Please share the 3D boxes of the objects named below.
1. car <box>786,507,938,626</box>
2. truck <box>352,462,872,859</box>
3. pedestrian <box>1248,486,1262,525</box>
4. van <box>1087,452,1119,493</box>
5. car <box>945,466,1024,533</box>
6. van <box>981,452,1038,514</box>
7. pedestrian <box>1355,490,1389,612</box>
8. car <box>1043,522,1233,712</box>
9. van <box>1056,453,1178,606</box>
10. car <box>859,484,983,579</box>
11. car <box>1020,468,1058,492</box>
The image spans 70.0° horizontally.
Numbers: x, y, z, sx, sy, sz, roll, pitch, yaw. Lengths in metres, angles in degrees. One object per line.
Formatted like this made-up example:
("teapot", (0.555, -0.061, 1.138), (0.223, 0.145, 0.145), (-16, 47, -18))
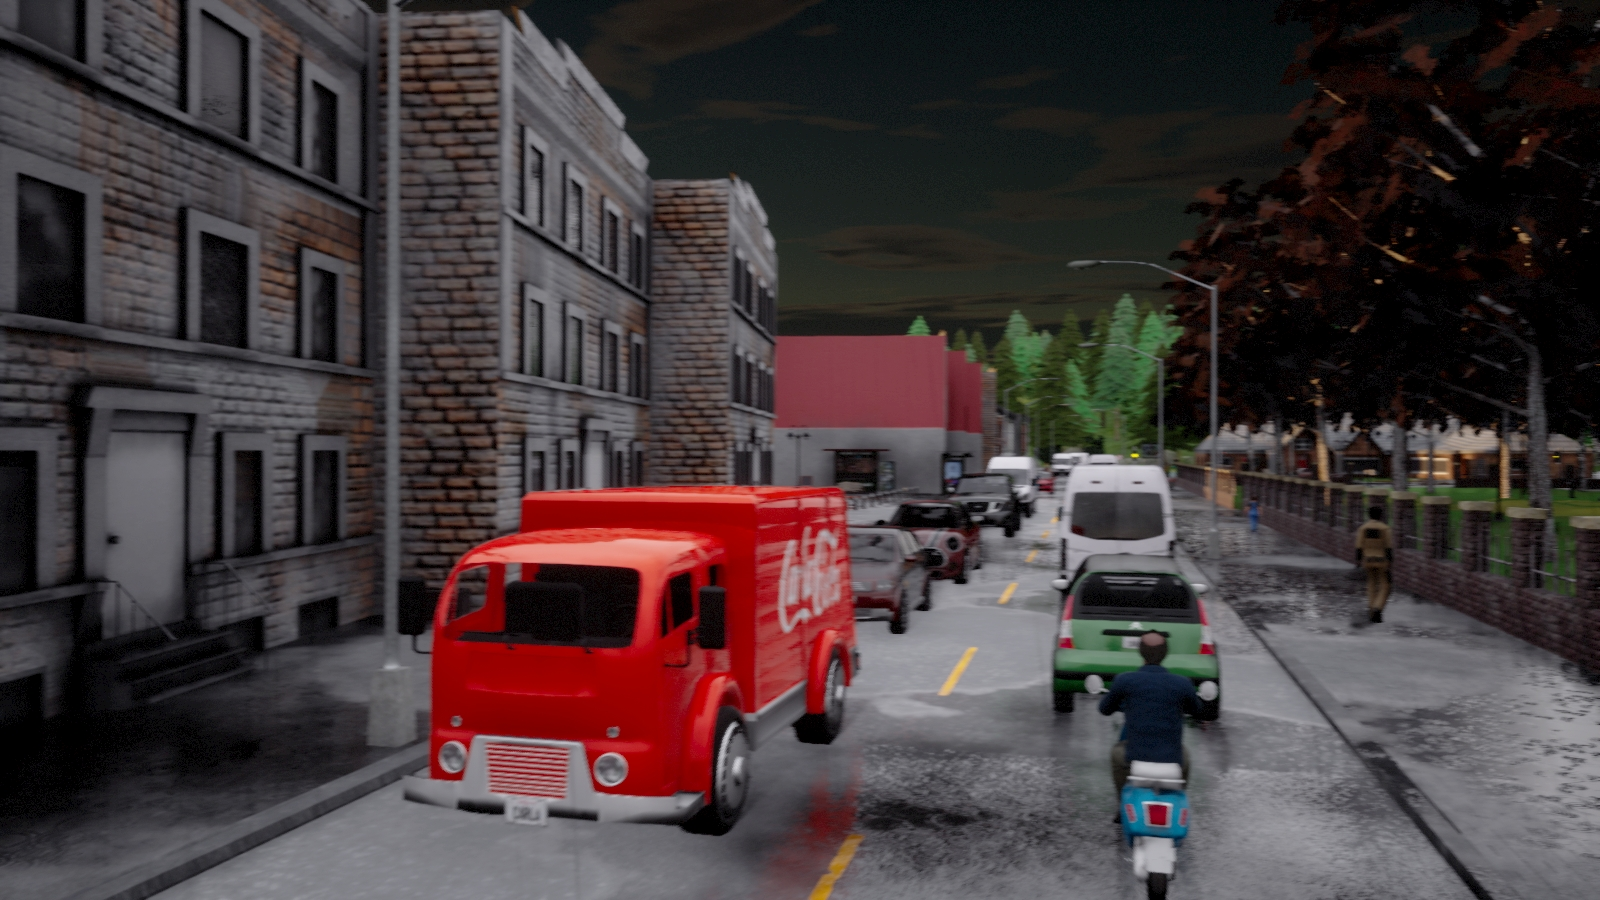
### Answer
("car", (1.126, 1.821, 18.854), (1.789, 1.549, 3.705), (0, 0, 15))
("truck", (-1.155, 1.355, 10.066), (2.627, 2.467, 5.204), (0, 0, 15))
("pedestrian", (15.287, 1.869, 38.403), (0.375, 1.300, 0.375), (0, 0, 15))
("van", (19.933, 1.412, 75.235), (1.988, 2.561, 5.915), (0, 0, 15))
("car", (6.348, 1.603, 38.852), (2.150, 2.045, 5.566), (0, 0, 14))
("van", (9.277, 1.371, 50.248), (1.988, 2.561, 5.915), (0, 0, 15))
("pedestrian", (8.953, 1.559, 17.872), (0.375, 1.860, 0.375), (0, 0, 44))
("car", (3.903, 1.799, 13.539), (1.851, 1.617, 3.988), (0, 0, 14))
("van", (6.132, 1.344, 22.293), (1.988, 2.561, 5.915), (0, 0, 15))
("car", (2.806, 1.710, 25.447), (2.097, 1.767, 4.553), (0, 0, 15))
("car", (15.693, 1.928, 74.816), (2.231, 1.480, 4.892), (0, 0, 15))
